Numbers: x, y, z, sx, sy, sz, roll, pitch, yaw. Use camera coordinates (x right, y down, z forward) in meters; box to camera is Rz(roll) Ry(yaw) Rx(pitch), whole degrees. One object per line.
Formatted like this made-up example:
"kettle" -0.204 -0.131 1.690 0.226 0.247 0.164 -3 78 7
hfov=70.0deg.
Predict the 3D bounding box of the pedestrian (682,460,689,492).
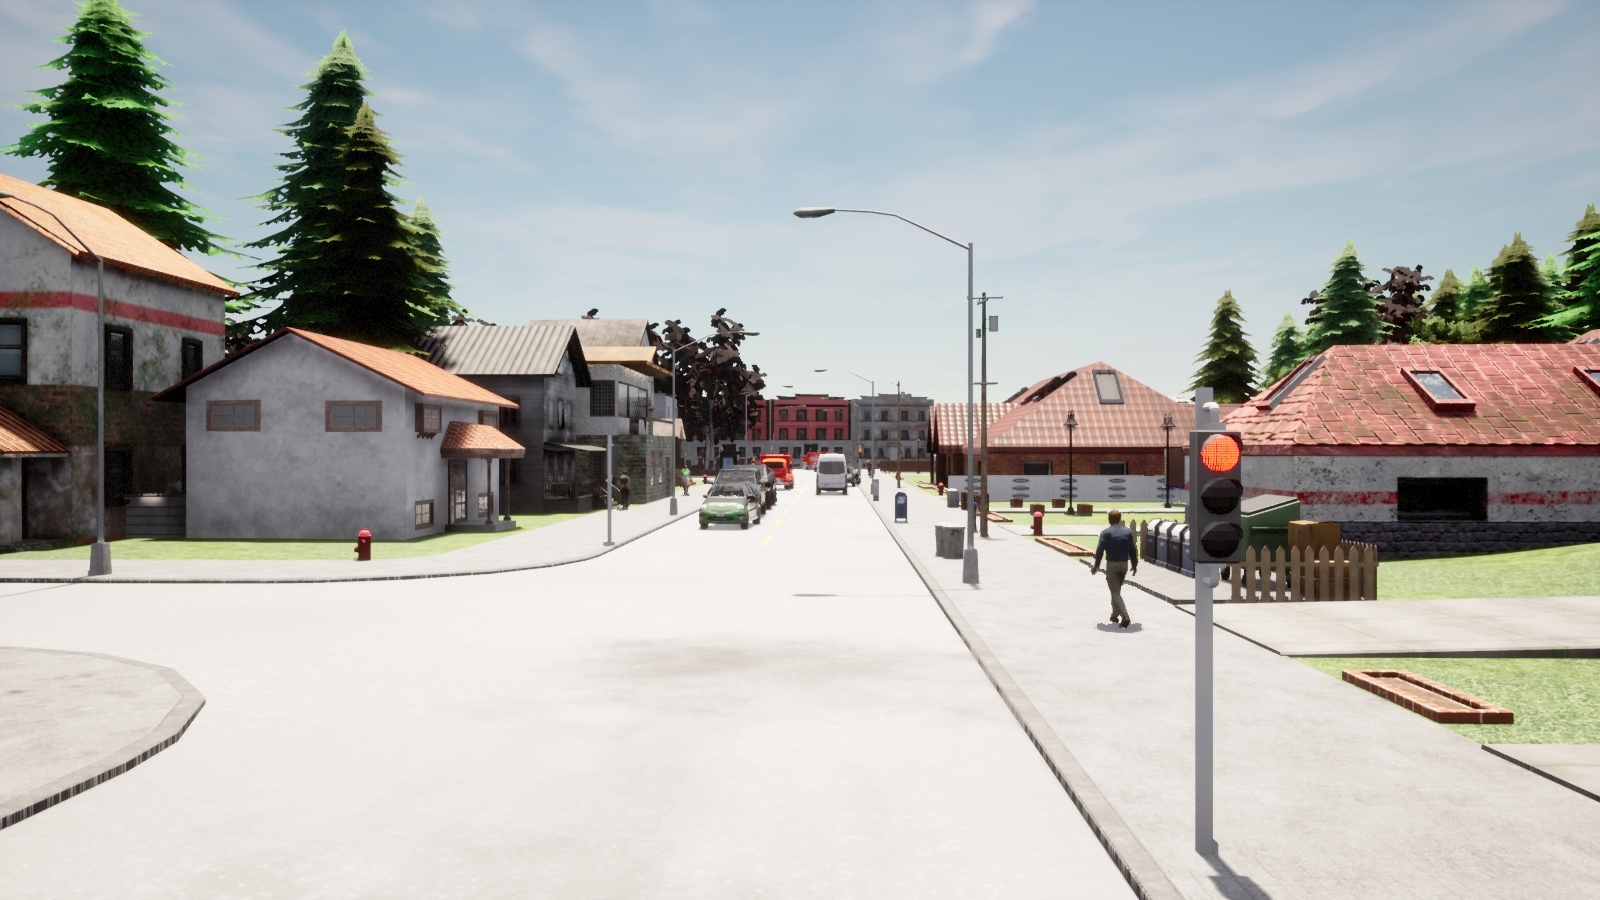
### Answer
"pedestrian" -6.669 1.524 66.828 0.375 1.860 0.375 0 0 -11

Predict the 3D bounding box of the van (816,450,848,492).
"van" 2.035 1.315 73.194 1.988 2.561 5.915 0 0 2

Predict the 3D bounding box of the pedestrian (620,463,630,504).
"pedestrian" -7.928 1.525 51.726 0.375 1.860 0.375 0 0 2

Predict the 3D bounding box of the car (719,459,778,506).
"car" -2.451 1.534 55.813 2.390 2.098 6.274 0 0 2

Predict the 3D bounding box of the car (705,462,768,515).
"car" -2.626 1.559 48.404 2.150 2.045 5.566 0 0 2

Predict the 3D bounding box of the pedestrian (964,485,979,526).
"pedestrian" 5.598 1.803 37.247 0.375 1.300 0.375 0 0 26

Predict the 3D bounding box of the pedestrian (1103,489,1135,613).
"pedestrian" 4.847 1.524 17.369 0.375 1.860 0.375 0 0 -4

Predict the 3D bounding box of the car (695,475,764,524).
"car" -2.533 1.779 41.798 1.851 1.617 3.988 0 0 7
